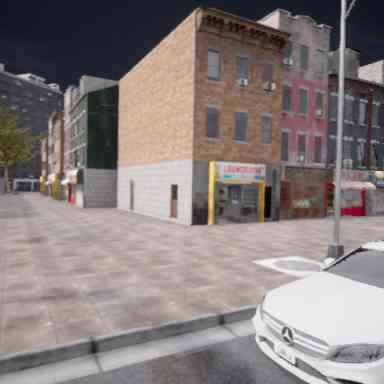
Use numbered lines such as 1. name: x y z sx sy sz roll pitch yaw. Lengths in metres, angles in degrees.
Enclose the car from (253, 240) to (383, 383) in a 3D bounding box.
1. car: 3.041 1.452 4.649 4.674 1.442 1.812 0 2 -28
